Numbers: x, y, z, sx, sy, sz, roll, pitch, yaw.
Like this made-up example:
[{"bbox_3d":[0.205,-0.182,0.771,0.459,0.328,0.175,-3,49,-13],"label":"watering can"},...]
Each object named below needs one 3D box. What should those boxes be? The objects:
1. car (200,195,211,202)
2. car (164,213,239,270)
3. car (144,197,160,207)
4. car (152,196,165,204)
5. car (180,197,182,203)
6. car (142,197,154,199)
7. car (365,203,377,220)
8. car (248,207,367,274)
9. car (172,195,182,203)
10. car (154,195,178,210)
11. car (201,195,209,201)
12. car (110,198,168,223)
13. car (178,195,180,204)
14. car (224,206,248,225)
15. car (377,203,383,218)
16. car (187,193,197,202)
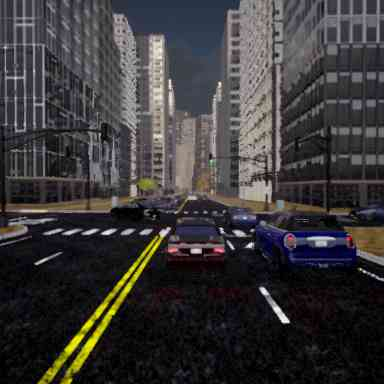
[{"bbox_3d":[3.284,1.600,75.845,1.895,1.301,4.718,0,0,0],"label":"car"},{"bbox_3d":[0.107,1.552,10.979,2.033,1.411,5.357,0,0,0],"label":"car"},{"bbox_3d":[-6.536,1.559,54.559,2.033,1.411,5.357,0,0,0],"label":"car"},{"bbox_3d":[-6.472,1.556,65.230,2.033,1.411,5.357,0,0,0],"label":"car"},{"bbox_3d":[-3.223,1.610,61.740,1.895,1.301,4.718,0,0,0],"label":"car"},{"bbox_3d":[-6.574,1.517,44.680,1.837,1.490,4.892,0,0,0],"label":"car"},{"bbox_3d":[16.645,1.694,28.996,5.357,1.411,2.033,1,1,1],"label":"car"},{"bbox_3d":[3.354,1.357,10.743,2.097,1.767,4.553,0,0,0],"label":"car"},{"bbox_3d":[-3.219,1.506,71.819,1.837,1.490,4.892,0,0,0],"label":"car"},{"bbox_3d":[-3.302,1.365,42.844,2.097,1.767,4.553,0,0,-1],"label":"car"},{"bbox_3d":[3.288,1.498,85.664,1.837,1.490,4.892,0,0,0],"label":"car"},{"bbox_3d":[-4.490,1.503,26.020,4.902,1.511,2.128,1,1,44],"label":"car"},{"bbox_3d":[-3.302,1.537,51.764,1.812,1.442,4.674,0,0,0],"label":"car"},{"bbox_3d":[3.363,1.667,23.667,2.033,1.411,5.357,0,1,0],"label":"car"},{"bbox_3d":[16.212,1.545,23.221,5.009,1.841,2.192,1,0,1],"label":"car"},{"bbox_3d":[0.033,1.230,75.005,2.150,2.045,5.566,0,0,0],"label":"car"}]
